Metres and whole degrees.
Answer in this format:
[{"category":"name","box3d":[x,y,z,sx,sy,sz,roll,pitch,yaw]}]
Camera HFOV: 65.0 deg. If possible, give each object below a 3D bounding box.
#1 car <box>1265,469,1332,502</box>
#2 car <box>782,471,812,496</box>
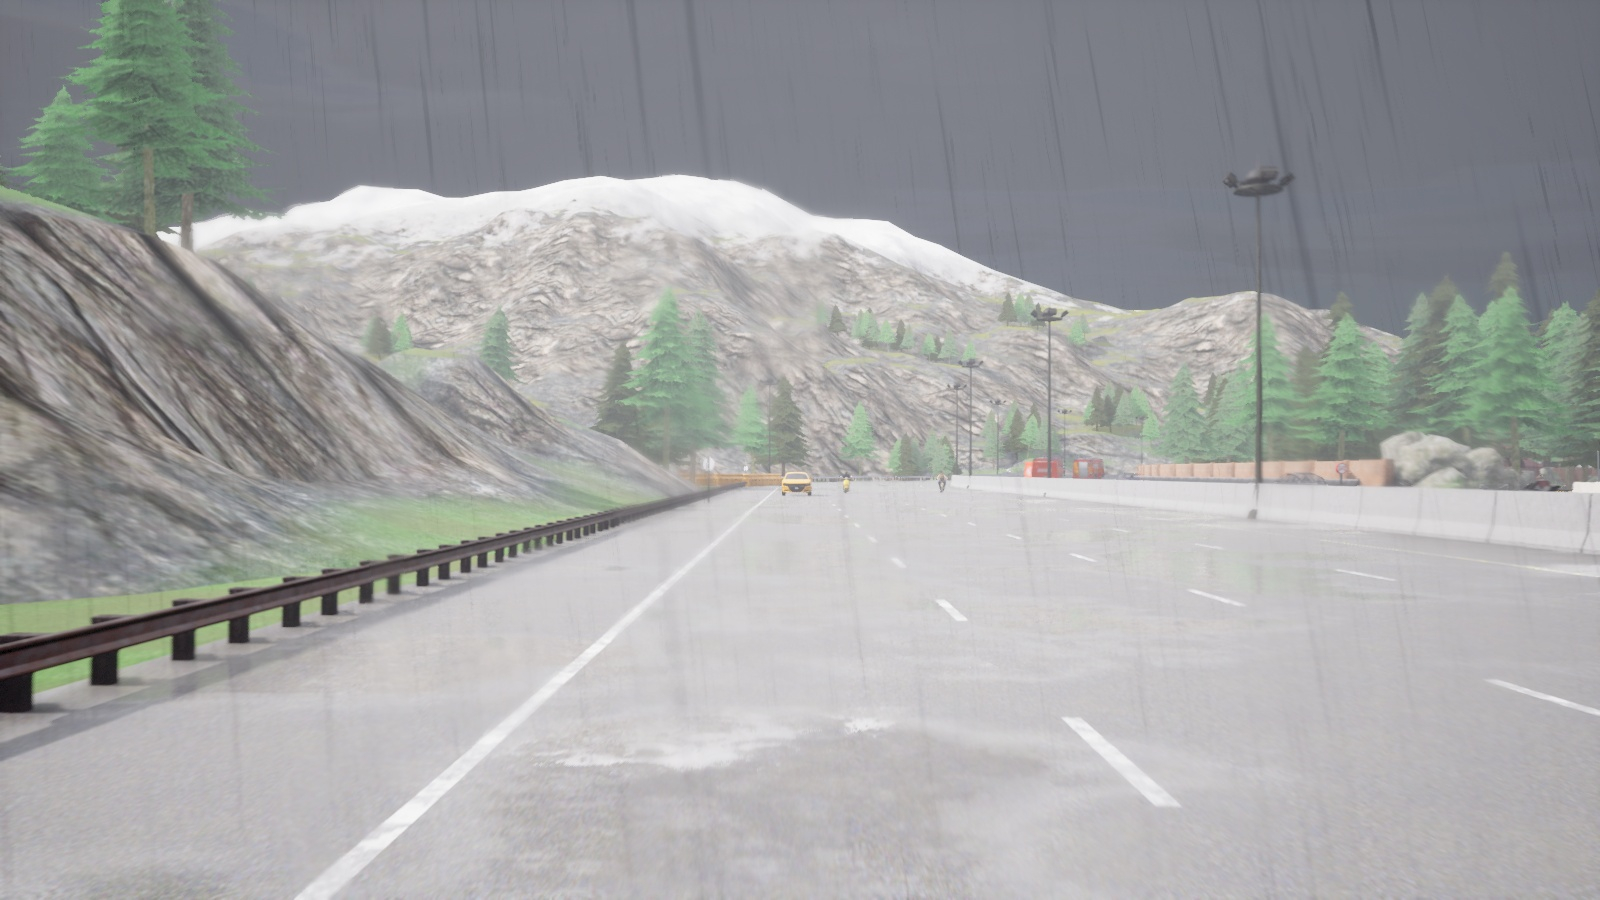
[{"category":"car","box3d":[24.351,1.725,61.469,1.789,1.549,3.705,0,-1,0]},{"category":"car","box3d":[-0.194,2.134,80.101,1.882,1.535,5.008,0,-1,0]}]
